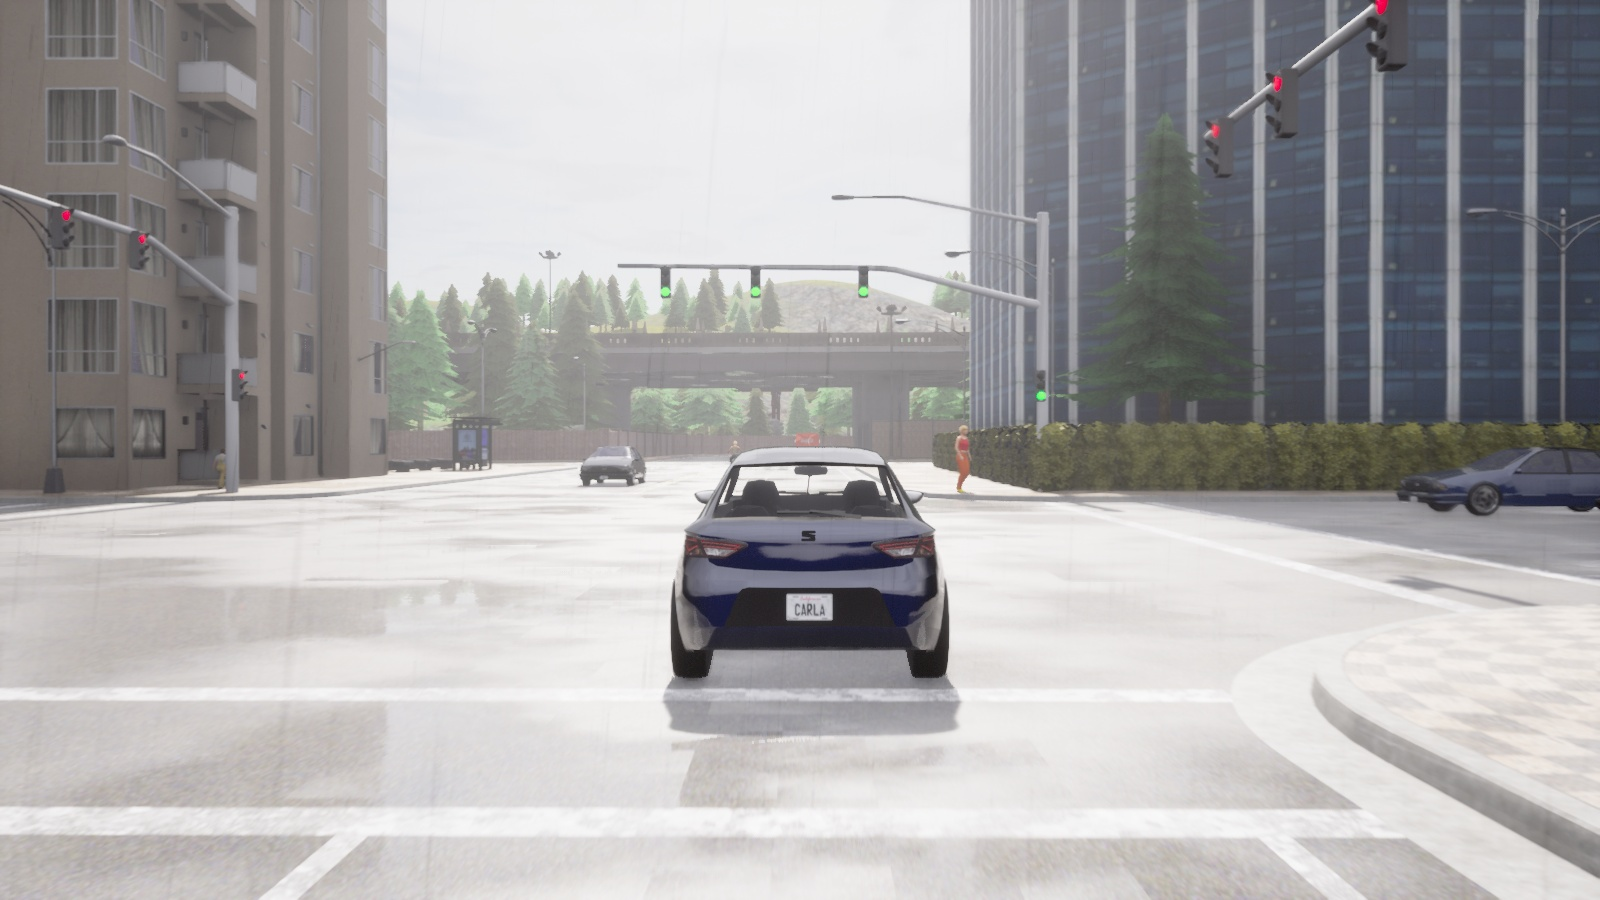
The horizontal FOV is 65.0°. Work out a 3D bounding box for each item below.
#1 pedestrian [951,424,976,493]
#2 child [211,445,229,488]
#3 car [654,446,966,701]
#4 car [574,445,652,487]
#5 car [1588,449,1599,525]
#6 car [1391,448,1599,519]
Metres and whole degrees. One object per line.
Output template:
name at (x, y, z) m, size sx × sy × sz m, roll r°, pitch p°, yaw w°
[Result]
pedestrian at (4.378, 0.225, 33.642) m, size 0.345 × 1.836 × 0.594 m, roll 0°, pitch 0°, yaw -45°
child at (-17.048, 0.475, 36.918) m, size 0.270 × 1.263 × 0.437 m, roll 0°, pitch 0°, yaw 7°
car at (0.069, 0.710, 9.403) m, size 1.816 × 1.474 × 4.193 m, roll 0°, pitch 0°, yaw 0°
car at (-6.724, 0.546, 45.693) m, size 2.033 × 1.411 × 5.357 m, roll 0°, pitch 0°, yaw 0°
car at (17.572, 0.688, 22.730) m, size 5.357 × 1.411 × 2.033 m, roll 0°, pitch 0°, yaw 0°
car at (15.503, 0.667, 26.222) m, size 5.357 × 1.411 × 2.033 m, roll 0°, pitch 0°, yaw 0°
